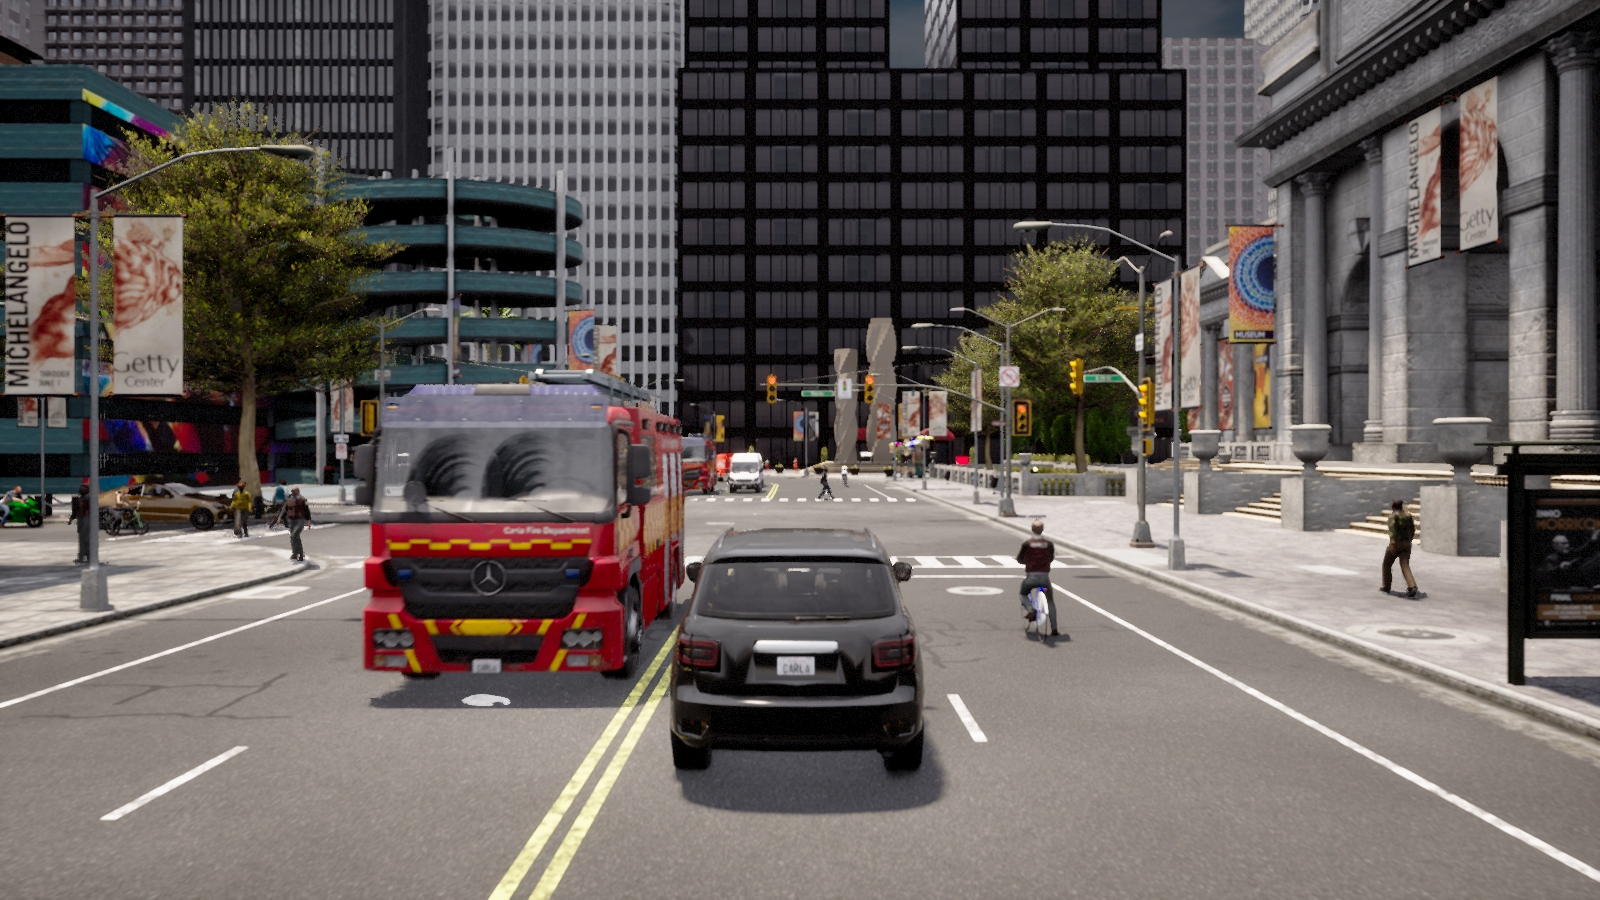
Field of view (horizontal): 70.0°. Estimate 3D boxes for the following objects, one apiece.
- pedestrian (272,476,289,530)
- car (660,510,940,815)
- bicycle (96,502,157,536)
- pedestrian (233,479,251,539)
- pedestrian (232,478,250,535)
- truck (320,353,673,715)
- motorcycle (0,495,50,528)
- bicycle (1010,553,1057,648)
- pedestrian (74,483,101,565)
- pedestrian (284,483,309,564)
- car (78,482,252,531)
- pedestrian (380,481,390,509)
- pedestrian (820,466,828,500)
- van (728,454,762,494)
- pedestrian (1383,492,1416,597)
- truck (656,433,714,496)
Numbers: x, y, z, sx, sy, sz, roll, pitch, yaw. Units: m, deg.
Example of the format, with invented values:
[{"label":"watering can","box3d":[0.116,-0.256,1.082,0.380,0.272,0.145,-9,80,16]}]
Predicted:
[{"label":"pedestrian","box3d":[-18.104,1.844,39.797,0.375,1.860,0.375,0,0,24]},{"label":"car","box3d":[0.015,1.778,11.554,2.150,2.045,5.566,0,0,0]},{"label":"bicycle","box3d":[-22.039,2.252,37.404,1.487,1.080,0.859,0,0,2]},{"label":"pedestrian","box3d":[-17.474,1.845,35.788,0.375,1.860,0.375,0,0,-3]},{"label":"pedestrian","box3d":[-18.328,1.844,37.432,0.375,1.860,0.375,0,0,20]},{"label":"truck","box3d":[-3.688,0.888,16.344,2.891,3.827,8.468,0,0,-1]},{"label":"motorcycle","box3d":[-28.143,2.209,40.934,2.033,1.145,0.803,0,0,0]},{"label":"bicycle","box3d":[3.474,2.208,17.084,0.329,1.171,1.835,0,0,0]},{"label":"pedestrian","box3d":[-16.369,1.693,26.243,0.375,1.860,0.375,0,0,16]},{"label":"pedestrian","box3d":[-11.706,1.693,26.565,0.375,1.860,0.375,0,0,11]},{"label":"car","box3d":[-22.685,1.988,40.961,5.027,1.651,2.152,0,0,-1]},{"label":"pedestrian","box3d":[-19.623,2.123,54.005,0.375,1.300,0.375,0,0,-6]},{"label":"pedestrian","box3d":[1.341,1.842,63.367,0.375,1.860,0.375,0,0,7]},{"label":"van","box3d":[-3.573,1.527,75.193,1.988,2.561,5.915,0,0,0]},{"label":"pedestrian","box3d":[10.793,1.694,20.581,0.375,1.860,0.375,0,0,-4]},{"label":"truck","box3d":[-7.312,0.883,73.483,2.891,3.827,8.468,0,0,0]}]
